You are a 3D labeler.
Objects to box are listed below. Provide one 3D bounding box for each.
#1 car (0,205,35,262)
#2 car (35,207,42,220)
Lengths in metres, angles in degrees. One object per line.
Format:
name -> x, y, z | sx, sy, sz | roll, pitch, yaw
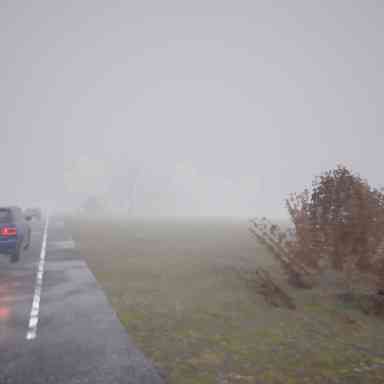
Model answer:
car -> -7.843, 1.530, 13.296 | 2.150, 2.045, 5.566 | 2, -2, -22
car -> -19.106, 2.479, 39.781 | 2.128, 1.511, 4.902 | 2, -2, -23
